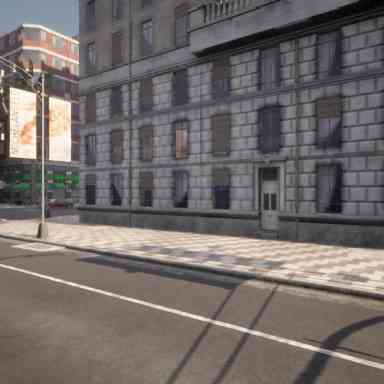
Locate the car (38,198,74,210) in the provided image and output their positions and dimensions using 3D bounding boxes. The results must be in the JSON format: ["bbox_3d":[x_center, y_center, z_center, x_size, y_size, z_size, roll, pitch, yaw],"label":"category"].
[{"bbox_3d":[-18.094,1.526,44.427,1.812,1.442,4.674,0,0,36],"label":"car"}]
